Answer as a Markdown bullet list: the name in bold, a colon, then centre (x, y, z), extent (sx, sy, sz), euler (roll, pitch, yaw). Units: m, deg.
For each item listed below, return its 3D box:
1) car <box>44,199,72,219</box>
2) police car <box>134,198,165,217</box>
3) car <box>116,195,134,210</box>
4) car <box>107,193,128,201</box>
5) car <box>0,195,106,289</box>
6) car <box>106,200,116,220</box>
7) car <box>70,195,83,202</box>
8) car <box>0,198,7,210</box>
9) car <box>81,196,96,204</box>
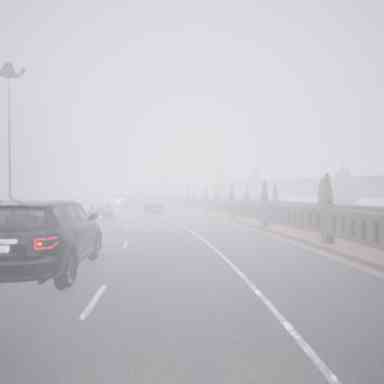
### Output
- **car**: centre (-12.267, 1.488, 30.732), extent (2.128, 1.511, 4.902), euler (0, 0, -18)
- **police car**: centre (-3.940, 1.359, 31.417), extent (1.930, 1.638, 5.238), euler (0, 0, -18)
- **car**: centre (-7.761, 1.434, 41.618), extent (1.837, 1.490, 4.892), euler (-1, 0, -23)
- **car**: centre (-10.591, 1.155, 47.617), extent (2.150, 2.045, 5.566), euler (-1, 0, -27)
- **car**: centre (-4.018, 1.217, 9.212), extent (2.150, 2.045, 5.566), euler (0, 0, -5)
- **car**: centre (-7.544, 1.572, 27.454), extent (1.895, 1.301, 4.718), euler (0, 0, -16)
- **car**: centre (-25.942, 1.373, 74.452), extent (2.033, 1.411, 5.357), euler (-1, 0, -28)
- **car**: centre (-25.805, 1.624, 44.031), extent (2.033, 1.411, 5.357), euler (-1, 0, -27)
- **car**: centre (-19.500, 1.492, 62.510), extent (1.812, 1.442, 4.674), euler (-1, 0, -28)
